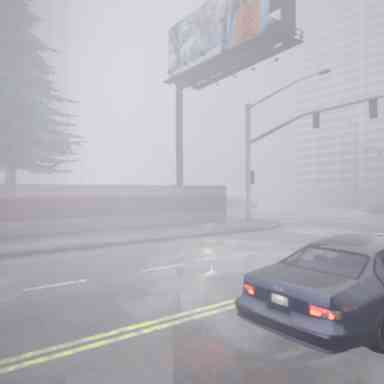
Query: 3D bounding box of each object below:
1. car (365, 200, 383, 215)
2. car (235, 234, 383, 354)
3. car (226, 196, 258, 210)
[{"bbox_3d":[16.749,1.310,28.085,1.994,1.385,4.181,0,0,-14],"label":"car"},{"bbox_3d":[3.217,1.496,6.037,5.357,1.411,2.033,-1,0,-36],"label":"car"},{"bbox_3d":[5.556,1.247,39.246,1.882,1.535,5.008,-1,0,-35],"label":"car"}]
